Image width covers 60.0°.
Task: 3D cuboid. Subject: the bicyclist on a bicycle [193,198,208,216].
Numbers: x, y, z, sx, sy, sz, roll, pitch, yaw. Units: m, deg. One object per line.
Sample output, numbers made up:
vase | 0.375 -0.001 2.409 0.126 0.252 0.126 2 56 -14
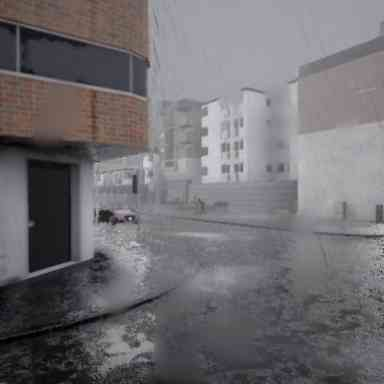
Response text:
bicyclist on a bicycle | 0.732 1.319 29.679 1.656 1.620 0.582 -1 0 -35

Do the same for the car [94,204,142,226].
car | -5.205 1.573 23.515 1.994 1.385 4.181 0 0 -35

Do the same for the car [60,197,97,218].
car | -10.887 1.385 31.651 2.097 1.767 4.553 0 0 -35
